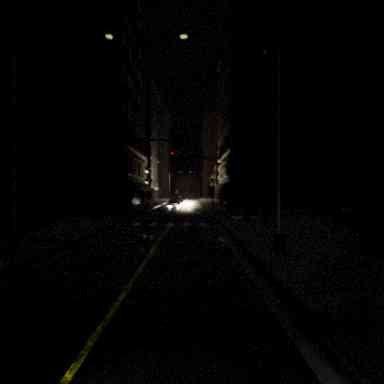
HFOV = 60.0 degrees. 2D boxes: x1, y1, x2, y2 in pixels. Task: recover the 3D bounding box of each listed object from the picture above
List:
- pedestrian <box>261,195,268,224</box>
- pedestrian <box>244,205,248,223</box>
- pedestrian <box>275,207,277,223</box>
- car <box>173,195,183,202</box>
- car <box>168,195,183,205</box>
[{"bbox_3d":[4.635,1.110,21.323,0.375,1.860,0.375,0,0,0],"label":"pedestrian"},{"bbox_3d":[3.635,1.111,22.524,0.375,1.860,0.375,0,0,0],"label":"pedestrian"},{"bbox_3d":[5.635,1.480,21.923,0.500,1.100,0.500,0,0,0],"label":"pedestrian"},{"bbox_3d":[-2.999,1.452,73.039,2.128,1.511,4.902,0,0,0],"label":"car"},{"bbox_3d":[-3.045,1.543,57.528,1.895,1.301,4.718,0,0,1],"label":"car"}]
